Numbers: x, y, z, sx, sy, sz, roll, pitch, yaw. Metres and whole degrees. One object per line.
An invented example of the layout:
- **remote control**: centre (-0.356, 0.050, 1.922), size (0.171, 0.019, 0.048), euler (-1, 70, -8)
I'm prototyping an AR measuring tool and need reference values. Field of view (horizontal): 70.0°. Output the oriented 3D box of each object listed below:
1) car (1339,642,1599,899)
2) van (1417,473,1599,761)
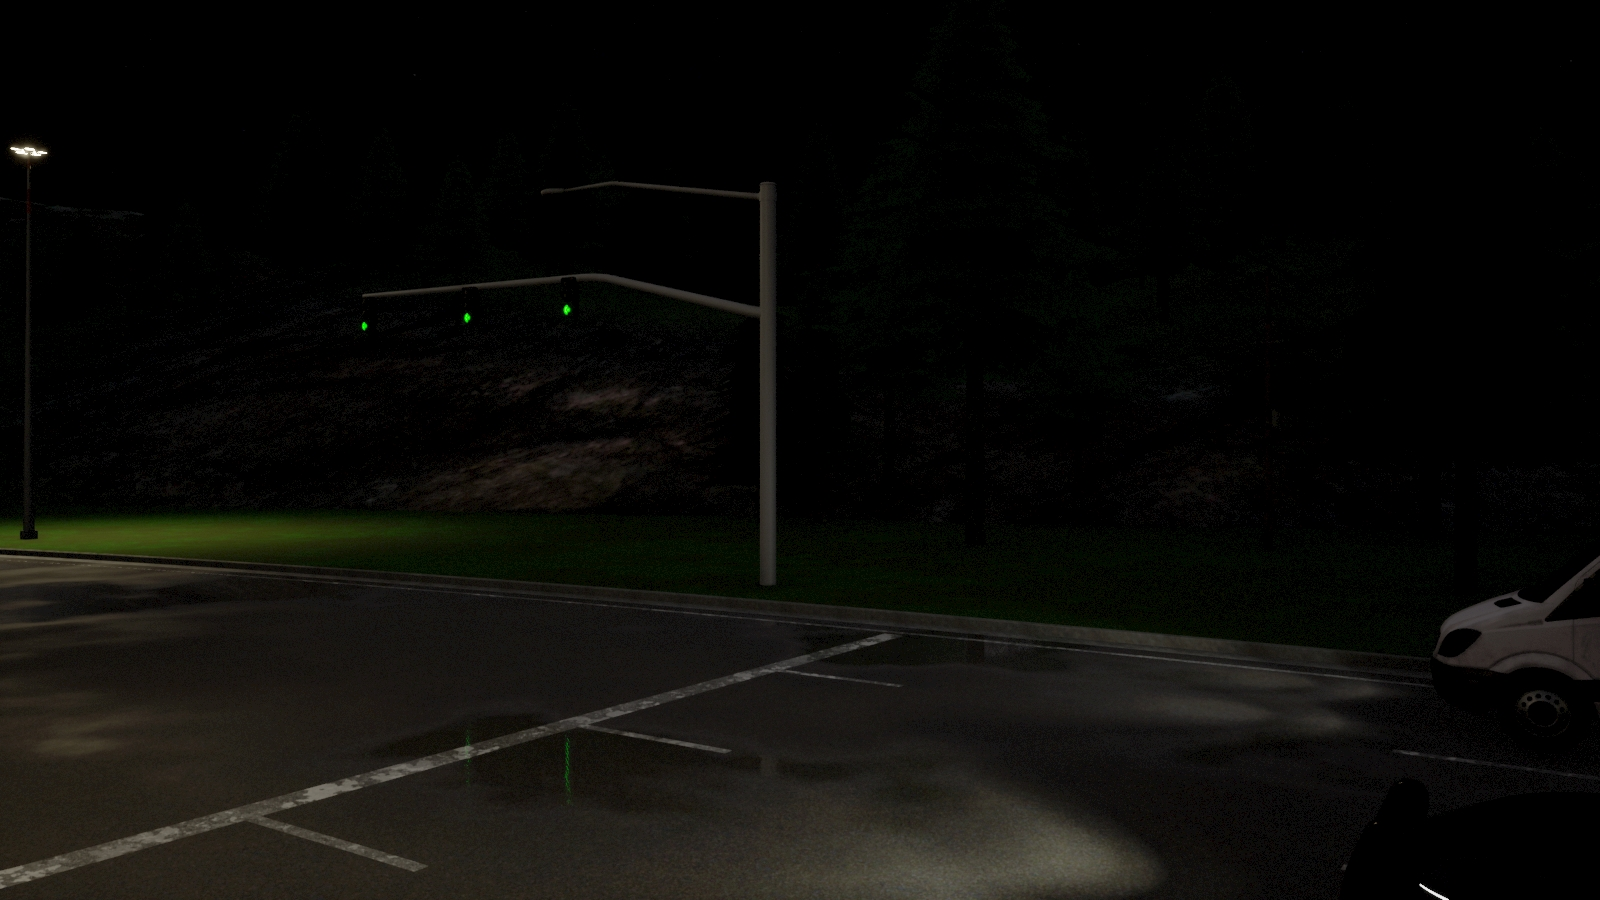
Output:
- **car**: centre (5.200, 1.982, 4.552), size (5.238, 1.638, 2.097), euler (0, 0, 35)
- **van**: centre (9.028, 1.534, 10.264), size (5.915, 2.561, 1.988), euler (0, 0, 36)
